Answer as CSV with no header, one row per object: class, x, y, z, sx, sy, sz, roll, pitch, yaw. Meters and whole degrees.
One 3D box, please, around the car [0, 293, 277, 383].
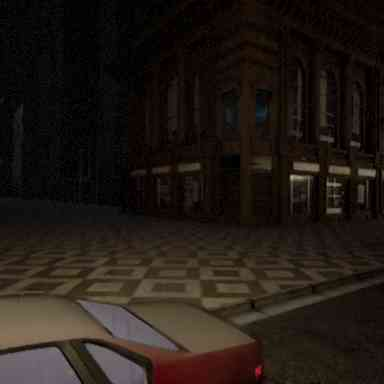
car,-1.807,1.544,2.090,5.357,1.411,2.033,1,0,-35
